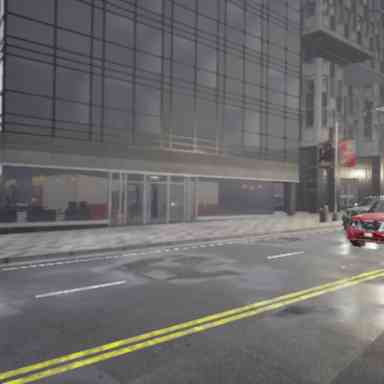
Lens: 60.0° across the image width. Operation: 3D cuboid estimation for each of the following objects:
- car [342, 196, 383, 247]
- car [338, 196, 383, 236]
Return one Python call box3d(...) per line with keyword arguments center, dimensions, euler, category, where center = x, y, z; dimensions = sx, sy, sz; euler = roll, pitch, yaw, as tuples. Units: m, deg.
box3d(center=(8.812, 1.245, 13.962), dimensions=(5.566, 2.045, 2.150), euler=(0, 0, -35), category="car")
box3d(center=(11.166, 1.259, 19.633), dimensions=(5.566, 2.045, 2.150), euler=(0, 0, -35), category="car")
